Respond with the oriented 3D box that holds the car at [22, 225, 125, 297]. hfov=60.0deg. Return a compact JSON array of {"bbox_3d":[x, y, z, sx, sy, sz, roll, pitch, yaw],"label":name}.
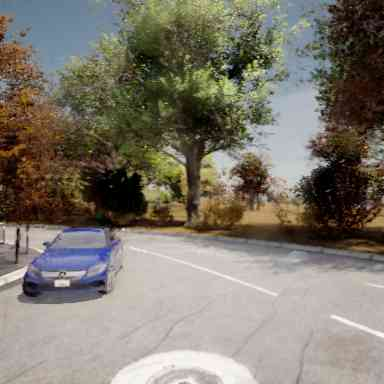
[{"bbox_3d":[-2.969,1.709,9.330,1.812,1.442,4.674,0,-1,-6],"label":"car"}]
